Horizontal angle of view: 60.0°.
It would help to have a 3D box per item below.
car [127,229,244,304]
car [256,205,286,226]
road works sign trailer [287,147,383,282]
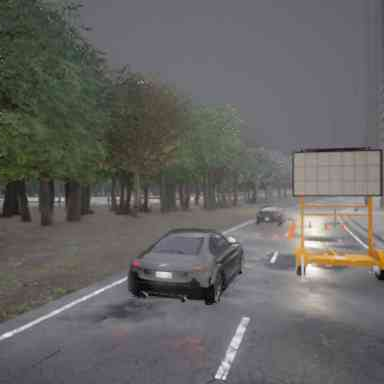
[{"bbox_3d":[0.083,1.622,8.446,1.994,1.385,4.181,0,-1,18],"label":"car"},{"bbox_3d":[6.135,1.755,25.640,1.812,1.442,4.674,0,-1,20],"label":"car"},{"bbox_3d":[4.155,0.534,9.698,2.380,3.560,2.880,0,-1,13],"label":"road works sign trailer"}]
